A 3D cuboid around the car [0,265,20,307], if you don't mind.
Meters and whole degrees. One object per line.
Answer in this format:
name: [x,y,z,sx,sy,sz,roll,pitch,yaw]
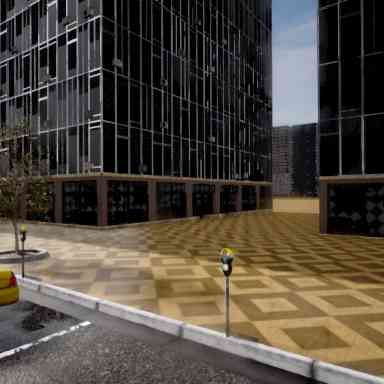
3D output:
car: [-5.334,1.528,6.663,4.829,1.417,1.752,0,0,35]
